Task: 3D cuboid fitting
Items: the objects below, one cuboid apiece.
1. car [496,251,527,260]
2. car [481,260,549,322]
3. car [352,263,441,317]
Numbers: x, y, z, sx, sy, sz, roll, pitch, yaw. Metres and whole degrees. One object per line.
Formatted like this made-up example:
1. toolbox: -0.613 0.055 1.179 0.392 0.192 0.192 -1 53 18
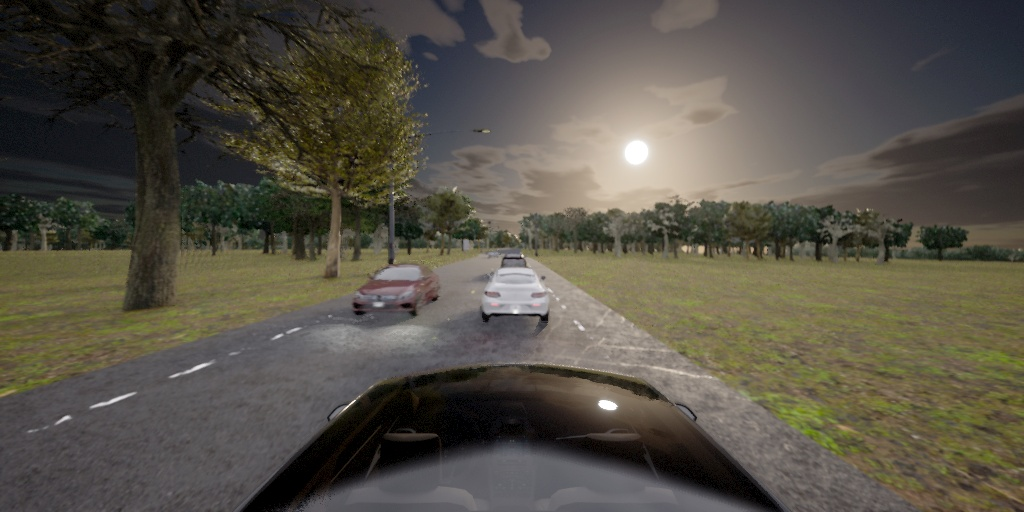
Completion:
1. car: 0.129 0.446 27.873 2.128 1.511 4.902 0 1 0
2. car: 0.105 1.036 11.105 1.812 1.442 4.674 1 2 0
3. car: -3.571 0.978 11.932 1.812 1.442 4.674 1 2 0
